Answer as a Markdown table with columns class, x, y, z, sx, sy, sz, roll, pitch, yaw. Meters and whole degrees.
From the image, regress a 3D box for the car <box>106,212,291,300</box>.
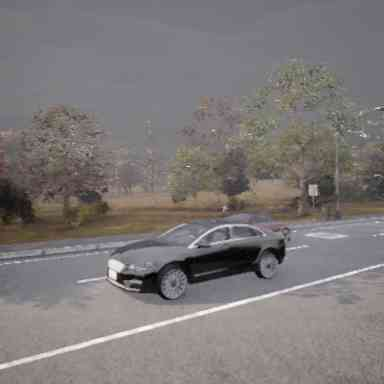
| class | x | y | z | sx | sy | sz | roll | pitch | yaw |
| --- | --- | --- | --- | --- | --- | --- | --- | --- | --- |
| car | 0.325 | 1.483 | 8.460 | 4.902 | 1.511 | 2.128 | 0 | 0 | -35 |

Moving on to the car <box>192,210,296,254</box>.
| class | x | y | z | sx | sy | sz | roll | pitch | yaw |
| --- | --- | --- | --- | --- | --- | --- | --- | --- | --- |
| car | 2.268 | 1.546 | 14.086 | 4.181 | 1.385 | 1.994 | 0 | 0 | -36 |
